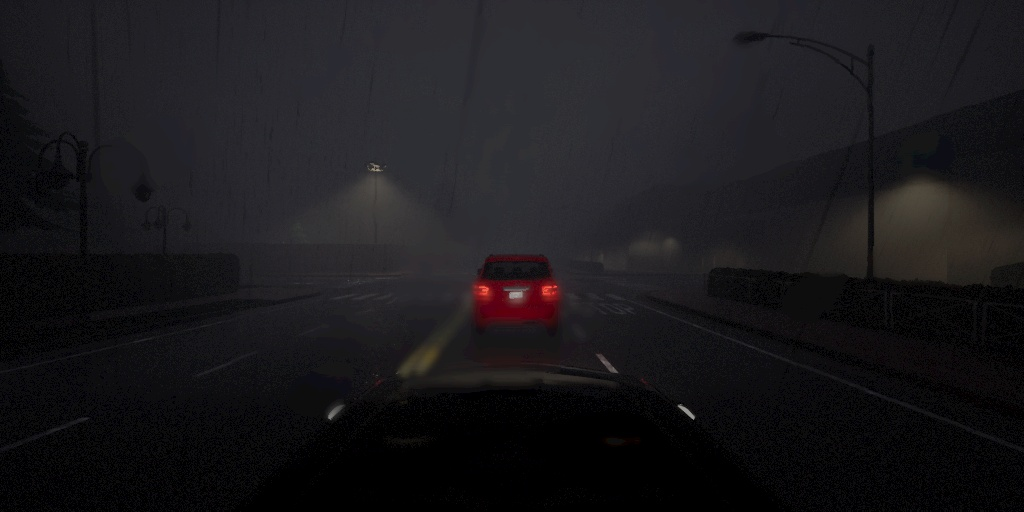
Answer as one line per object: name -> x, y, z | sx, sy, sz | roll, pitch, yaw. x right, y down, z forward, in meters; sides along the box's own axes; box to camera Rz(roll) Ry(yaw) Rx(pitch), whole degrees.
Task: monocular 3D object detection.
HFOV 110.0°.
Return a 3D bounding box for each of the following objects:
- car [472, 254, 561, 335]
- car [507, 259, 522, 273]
car -> 0.115, 0.971, 10.677 | 2.150, 2.045, 5.566 | 0, 0, 0
car -> 0.325, 1.226, 45.534 | 1.882, 1.535, 5.008 | 0, 0, 1
